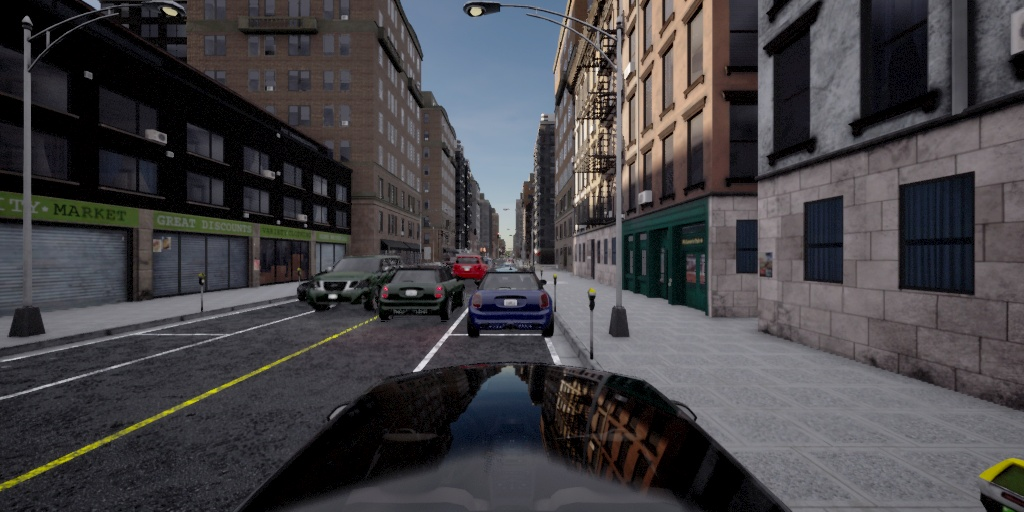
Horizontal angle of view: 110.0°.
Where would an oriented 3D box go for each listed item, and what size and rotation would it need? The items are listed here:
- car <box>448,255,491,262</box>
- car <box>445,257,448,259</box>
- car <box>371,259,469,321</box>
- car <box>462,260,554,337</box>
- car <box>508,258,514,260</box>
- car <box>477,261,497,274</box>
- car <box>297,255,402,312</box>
[{"bbox_3d":[-3.022,0.972,26.817,2.150,2.045,5.566,0,0,0],"label":"car"},{"bbox_3d":[-8.408,1.051,49.696,2.192,1.841,5.009,0,0,0],"label":"car"},{"bbox_3d":[-2.923,1.102,12.542,2.097,1.767,4.553,0,0,0],"label":"car"},{"bbox_3d":[-0.033,1.102,10.470,2.097,1.767,4.553,0,0,0],"label":"car"},{"bbox_3d":[-0.383,1.269,39.031,1.751,1.417,4.829,0,0,0],"label":"car"},{"bbox_3d":[-2.922,1.288,43.123,2.033,1.411,5.357,0,0,0],"label":"car"},{"bbox_3d":[-5.869,0.971,14.513,2.150,2.045,5.566,0,0,0],"label":"car"}]
